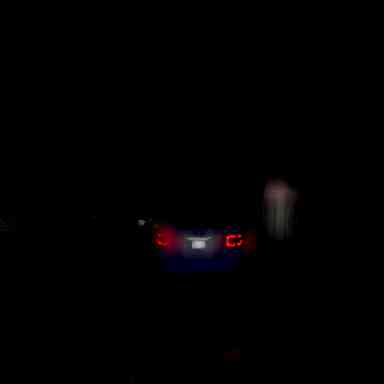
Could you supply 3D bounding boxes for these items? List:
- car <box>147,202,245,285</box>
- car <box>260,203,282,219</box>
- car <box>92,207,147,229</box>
[{"bbox_3d":[0.308,1.301,9.944,2.150,2.045,5.566,0,-1,3],"label":"car"},{"bbox_3d":[7.590,1.748,31.861,1.882,1.535,5.008,0,0,14],"label":"car"},{"bbox_3d":[-4.691,1.759,23.003,4.181,1.385,1.994,0,0,-2],"label":"car"}]
